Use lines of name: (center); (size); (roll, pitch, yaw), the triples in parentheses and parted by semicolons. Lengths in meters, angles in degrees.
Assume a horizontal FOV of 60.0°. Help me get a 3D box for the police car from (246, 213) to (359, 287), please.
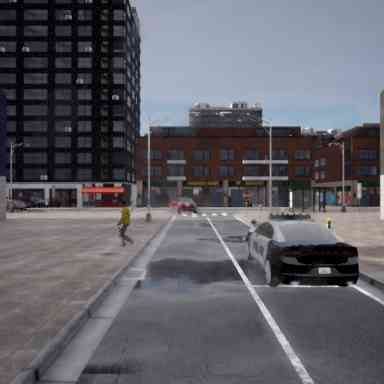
police car: (2.750, 1.429, 9.482); (1.930, 1.638, 5.238); (0, 0, 0)

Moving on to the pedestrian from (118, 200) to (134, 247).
pedestrian: (-2.521, 1.147, 12.496); (0.375, 1.860, 0.375); (0, 0, 0)

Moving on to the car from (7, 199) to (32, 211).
car: (-22.517, 1.621, 40.684); (5.357, 1.411, 2.033); (0, 0, 0)

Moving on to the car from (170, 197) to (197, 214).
car: (-1.019, 1.365, 36.088); (2.097, 1.767, 4.553); (0, 0, -15)
